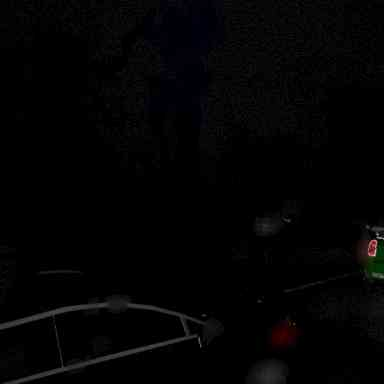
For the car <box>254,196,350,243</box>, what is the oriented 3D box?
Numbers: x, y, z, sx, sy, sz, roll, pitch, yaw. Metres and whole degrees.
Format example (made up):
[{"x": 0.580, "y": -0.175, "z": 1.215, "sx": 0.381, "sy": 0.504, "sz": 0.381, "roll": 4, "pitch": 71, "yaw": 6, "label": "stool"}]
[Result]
[{"x": 5.579, "y": 1.221, "z": 16.503, "sx": 5.566, "sy": 2.045, "sz": 2.150, "roll": 0, "pitch": 0, "yaw": -35, "label": "car"}]

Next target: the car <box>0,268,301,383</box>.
[{"x": -1.037, "y": 1.492, "z": 2.986, "sx": 4.902, "sy": 1.511, "sz": 2.128, "roll": 0, "pitch": 0, "yaw": -36, "label": "car"}]

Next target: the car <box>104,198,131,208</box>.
[{"x": -11.160, "y": 1.611, "z": 49.611, "sx": 5.008, "sy": 1.535, "sz": 1.882, "roll": -1, "pitch": 0, "yaw": 39, "label": "car"}]

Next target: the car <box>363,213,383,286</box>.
[{"x": 6.279, "y": 1.352, "z": 8.178, "sx": 4.553, "sy": 1.767, "sz": 2.097, "roll": 0, "pitch": 0, "yaw": -35, "label": "car"}]
